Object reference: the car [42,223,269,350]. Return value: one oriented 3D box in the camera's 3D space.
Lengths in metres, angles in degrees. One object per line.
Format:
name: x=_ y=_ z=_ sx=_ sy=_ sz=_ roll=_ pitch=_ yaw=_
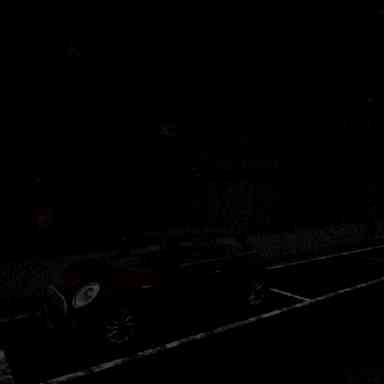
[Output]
car: x=-0.530 y=1.440 z=6.154 sx=4.097 sy=1.590 sz=1.967 roll=0 pitch=0 yaw=-35
